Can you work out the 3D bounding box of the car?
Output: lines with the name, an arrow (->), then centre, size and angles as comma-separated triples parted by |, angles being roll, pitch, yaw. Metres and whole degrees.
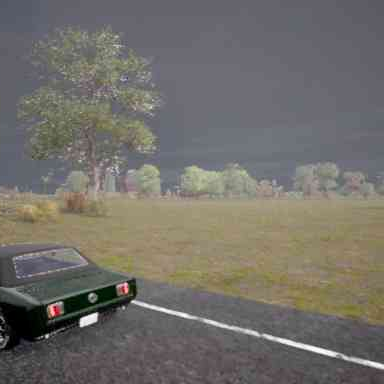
car -> -3.333, 1.640, 6.301 | 4.718, 1.301, 1.895 | 0, 0, 36
